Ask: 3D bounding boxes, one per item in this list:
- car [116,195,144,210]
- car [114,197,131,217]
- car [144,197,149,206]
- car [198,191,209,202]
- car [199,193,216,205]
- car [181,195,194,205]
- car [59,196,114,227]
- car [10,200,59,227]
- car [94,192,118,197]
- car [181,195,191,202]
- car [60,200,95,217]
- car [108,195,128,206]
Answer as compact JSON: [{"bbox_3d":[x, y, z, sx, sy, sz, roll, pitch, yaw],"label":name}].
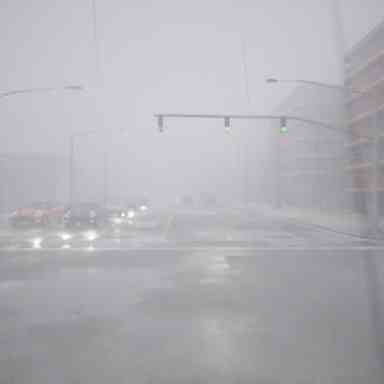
[{"bbox_3d":[-7.592,1.376,41.055,2.128,1.511,4.902,0,1,-1],"label":"car"},{"bbox_3d":[-7.351,1.509,31.776,1.812,1.442,4.674,0,1,-1],"label":"car"},{"bbox_3d":[-7.822,1.379,51.183,1.895,1.301,4.718,0,1,-1],"label":"car"},{"bbox_3d":[2.383,0.900,64.604,2.150,2.045,5.566,0,0,-2],"label":"car"},{"bbox_3d":[2.747,1.327,54.624,1.994,1.385,4.181,0,1,-1],"label":"car"},{"bbox_3d":[-0.757,1.233,54.683,1.882,1.535,5.008,0,1,-2],"label":"car"},{"bbox_3d":[-7.116,1.395,22.897,2.097,1.767,4.553,0,0,-2],"label":"car"},{"bbox_3d":[-10.622,1.390,23.137,2.097,1.767,4.553,0,0,-1],"label":"car"},{"bbox_3d":[-11.090,1.099,41.220,2.150,2.045,5.566,0,1,-2],"label":"car"},{"bbox_3d":[-1.125,1.271,64.758,1.895,1.301,4.718,0,0,-2],"label":"car"},{"bbox_3d":[-10.852,1.540,31.776,1.994,1.385,4.181,0,1,-2],"label":"car"},{"bbox_3d":[-11.326,1.259,51.468,2.128,1.511,4.902,0,1,-1],"label":"car"}]
